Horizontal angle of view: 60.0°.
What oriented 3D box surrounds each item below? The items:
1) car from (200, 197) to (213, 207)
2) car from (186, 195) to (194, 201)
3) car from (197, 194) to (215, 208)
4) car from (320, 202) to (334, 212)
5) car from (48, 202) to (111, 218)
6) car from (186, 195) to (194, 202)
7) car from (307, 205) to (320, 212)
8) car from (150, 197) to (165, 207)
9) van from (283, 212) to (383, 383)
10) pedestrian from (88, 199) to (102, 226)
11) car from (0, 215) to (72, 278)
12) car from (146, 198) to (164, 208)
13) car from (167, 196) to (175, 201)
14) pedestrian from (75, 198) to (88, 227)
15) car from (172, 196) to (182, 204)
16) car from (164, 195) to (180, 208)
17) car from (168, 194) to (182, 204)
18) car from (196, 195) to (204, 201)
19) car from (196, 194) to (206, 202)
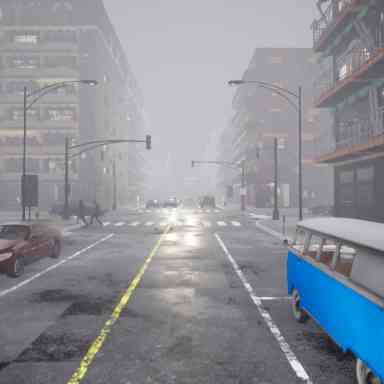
[{"bbox_3d":[2.284,1.569,54.026,1.752,1.417,4.829,1,0,0],"label":"car"},{"bbox_3d":[-0.486,1.538,88.291,2.033,1.411,5.357,0,0,0],"label":"car"},{"bbox_3d":[2.320,1.353,48.297,2.192,1.841,5.009,1,0,0],"label":"car"},{"bbox_3d":[13.591,1.452,28.077,4.403,1.369,2.008,0,-1,0],"label":"car"},{"bbox_3d":[-10.115,1.559,29.974,5.357,1.411,2.033,0,-1,9],"label":"car"},{"bbox_3d":[-0.431,1.658,78.282,1.994,1.385,4.181,0,0,0],"label":"car"},{"bbox_3d":[14.172,1.617,33.493,4.718,1.301,1.895,0,-1,-3],"label":"car"},{"bbox_3d":[-5.595,1.610,53.768,1.947,1.339,4.313,1,0,0],"label":"car"},{"bbox_3d":[2.529,1.343,4.585,1.690,1.788,3.998,1,0,0],"label":"van"},{"bbox_3d":[-6.374,1.310,21.870,0.375,1.860,0.375,1,-1,0],"label":"pedestrian"},{"bbox_3d":[-5.354,1.588,10.127,1.802,1.307,4.206,1,0,0],"label":"car"},{"bbox_3d":[-5.565,1.604,48.207,1.947,1.339,4.313,1,0,0],"label":"car"},{"bbox_3d":[-5.813,1.718,92.531,1.752,1.417,4.829,1,0,0],"label":"car"},{"bbox_3d":[-7.021,1.309,21.154,0.375,1.860,0.375,1,-1,0],"label":"pedestrian"},{"bbox_3d":[-3.136,1.602,68.545,1.812,1.442,4.674,0,0,0],"label":"car"},{"bbox_3d":[-3.110,1.602,48.453,1.994,1.385,4.181,0,0,-1],"label":"car"},{"bbox_3d":[-3.148,1.576,58.343,1.812,1.442,4.674,0,0,0],"label":"car"},{"bbox_3d":[2.098,1.601,87.218,1.967,1.590,4.097,1,0,0],"label":"car"},{"bbox_3d":[2.131,1.444,81.655,2.192,1.841,5.009,1,0,0],"label":"car"}]
